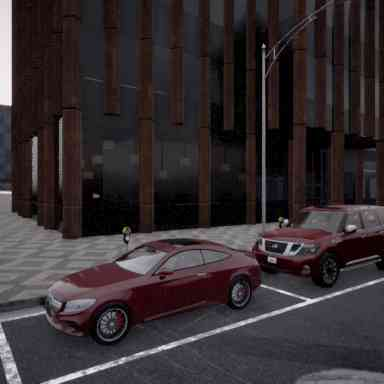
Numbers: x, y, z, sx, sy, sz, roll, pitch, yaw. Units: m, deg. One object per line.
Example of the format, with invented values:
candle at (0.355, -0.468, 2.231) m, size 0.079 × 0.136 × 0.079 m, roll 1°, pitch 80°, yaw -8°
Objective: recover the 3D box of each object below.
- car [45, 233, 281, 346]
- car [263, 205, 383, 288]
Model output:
car at (-0.481, 1.582, 6.289) m, size 4.206 × 1.307 × 1.802 m, roll 0°, pitch 0°, yaw -35°
car at (3.976, 1.315, 9.438) m, size 5.009 × 1.841 × 2.192 m, roll 0°, pitch 0°, yaw -35°
